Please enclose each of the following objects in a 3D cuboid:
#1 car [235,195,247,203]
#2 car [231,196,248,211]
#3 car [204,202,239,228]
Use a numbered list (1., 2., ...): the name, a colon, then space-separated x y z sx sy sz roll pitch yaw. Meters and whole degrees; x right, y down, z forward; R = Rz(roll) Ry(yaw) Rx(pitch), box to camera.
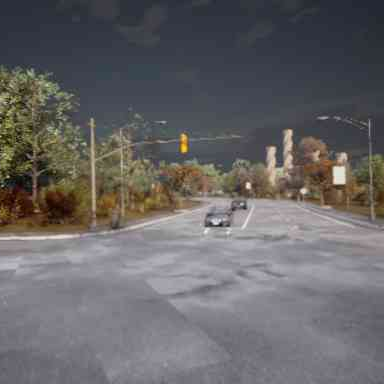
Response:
1. car: 11.055 1.590 75.619 2.128 1.511 4.902 -1 0 3
2. car: 6.927 1.630 48.378 2.150 2.045 5.566 -2 0 12
3. car: 2.083 1.811 24.691 2.128 1.511 4.902 -2 0 12
